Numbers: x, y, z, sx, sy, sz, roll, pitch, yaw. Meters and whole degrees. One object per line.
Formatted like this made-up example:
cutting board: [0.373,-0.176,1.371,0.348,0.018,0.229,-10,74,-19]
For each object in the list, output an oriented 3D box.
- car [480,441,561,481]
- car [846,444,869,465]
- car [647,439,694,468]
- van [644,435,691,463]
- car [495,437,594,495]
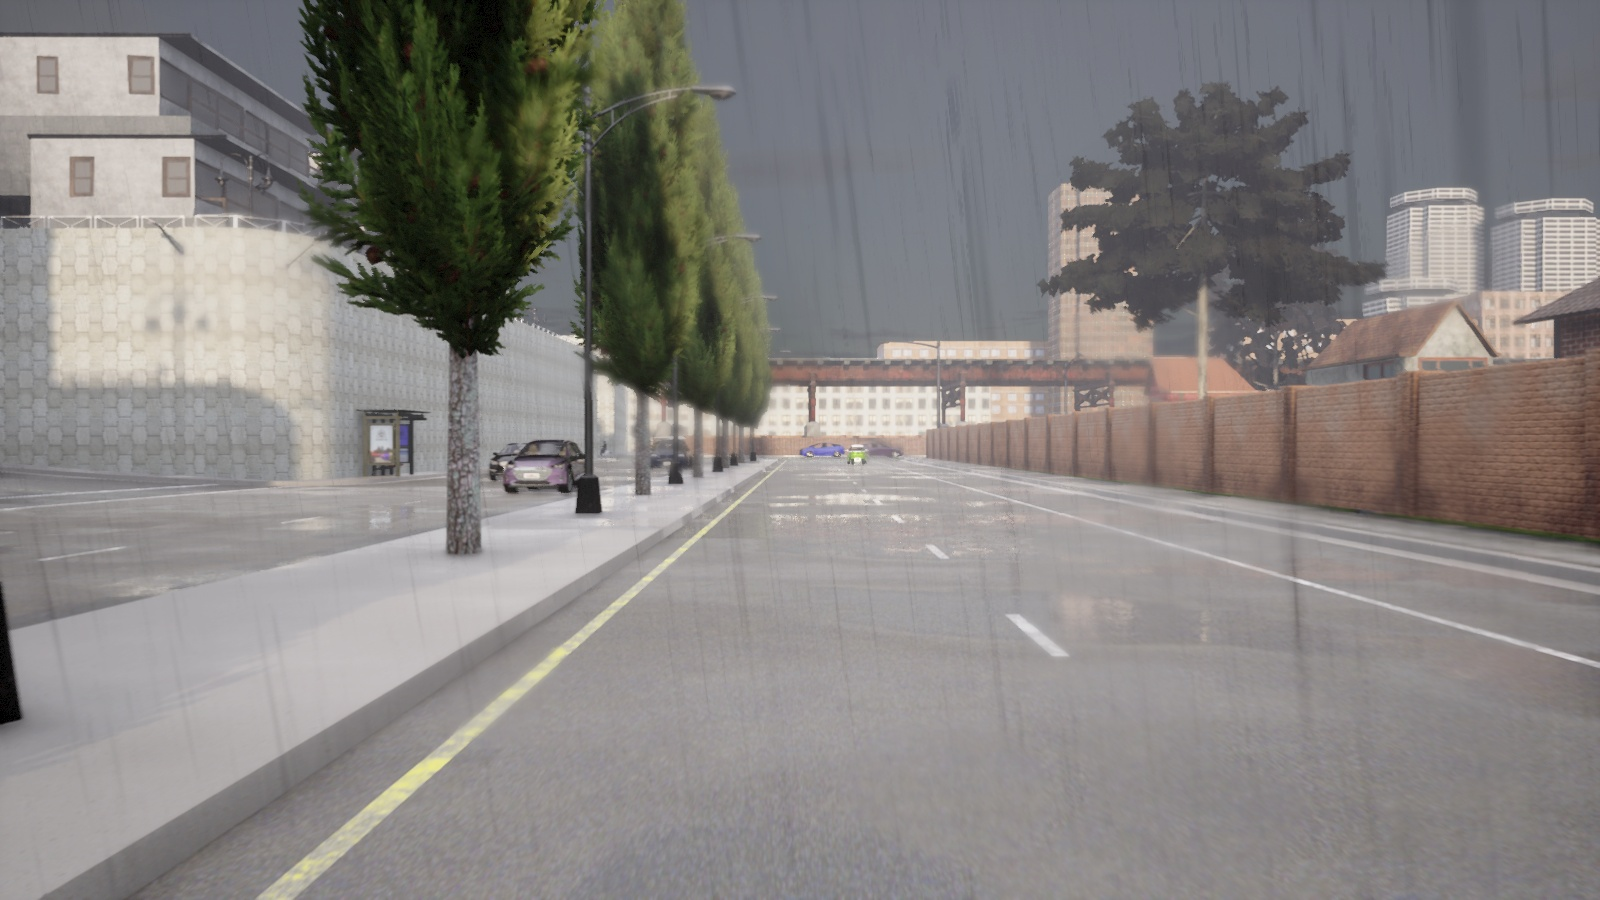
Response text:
car: [-11.205,0.408,50.650,2.128,1.511,4.902,0,0,0]
car: [3.978,0.314,87.055,1.481,1.376,2.207,0,1,1]
car: [-7.564,0.170,73.566,2.242,1.667,4.611,0,0,0]
van: [-9.872,-0.067,93.907,2.069,2.038,4.480,0,0,15]
car: [-7.767,0.447,38.669,2.033,1.649,4.856,0,0,0]
